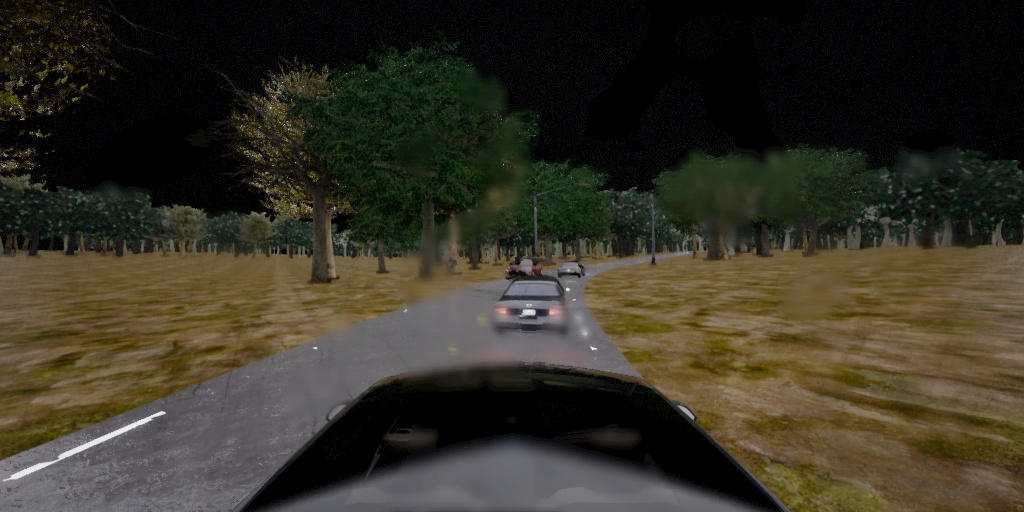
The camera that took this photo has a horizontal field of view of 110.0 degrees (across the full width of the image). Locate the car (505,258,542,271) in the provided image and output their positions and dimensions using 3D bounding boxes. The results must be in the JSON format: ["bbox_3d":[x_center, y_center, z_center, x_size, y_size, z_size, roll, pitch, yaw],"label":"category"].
[{"bbox_3d":[0.982,0.965,28.135,2.097,1.767,4.553,0,0,16],"label":"car"}]

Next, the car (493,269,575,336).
[{"bbox_3d":[0.688,1.279,10.384,2.033,1.411,5.357,0,0,7],"label":"car"}]

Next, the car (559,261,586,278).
[{"bbox_3d":[5.230,1.124,31.162,1.994,1.385,4.181,0,0,18],"label":"car"}]
